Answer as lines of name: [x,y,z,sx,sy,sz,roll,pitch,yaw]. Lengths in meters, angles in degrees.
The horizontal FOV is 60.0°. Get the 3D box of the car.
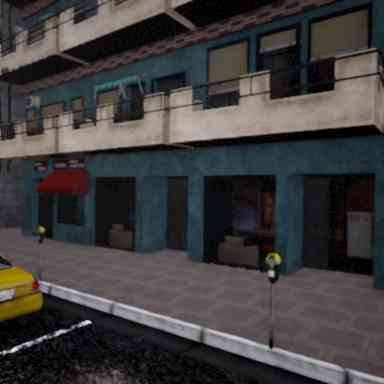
car: [-4.727,1.506,6.231,4.829,1.417,1.752,0,1,35]
